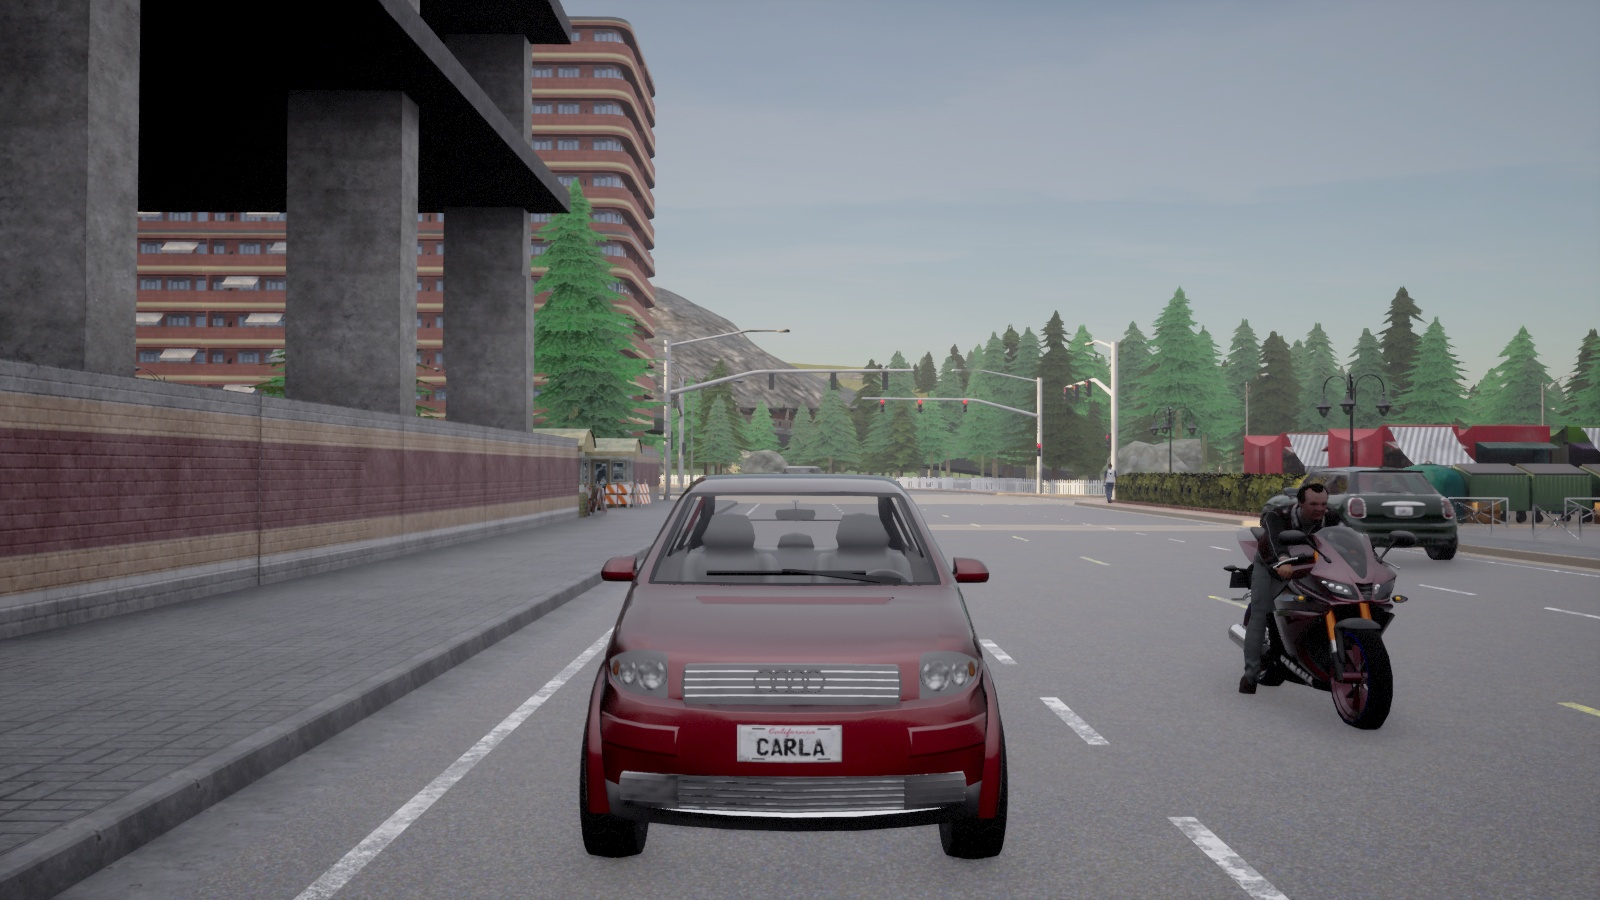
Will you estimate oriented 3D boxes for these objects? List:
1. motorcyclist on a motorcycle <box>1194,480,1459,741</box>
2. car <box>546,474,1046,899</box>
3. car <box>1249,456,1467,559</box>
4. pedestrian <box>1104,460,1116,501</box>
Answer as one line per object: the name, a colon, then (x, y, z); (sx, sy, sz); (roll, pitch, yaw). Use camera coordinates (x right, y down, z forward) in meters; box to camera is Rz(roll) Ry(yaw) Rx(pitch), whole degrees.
motorcyclist on a motorcycle: (3.476, 0.979, 8.565); (0.866, 1.530, 2.191); (0, -1, 0)
car: (-0.016, 0.900, 6.363); (1.789, 1.549, 3.705); (0, -1, 0)
car: (10.433, 1.032, 23.933); (2.097, 1.767, 4.553); (0, -1, 0)
pedestrian: (13.938, 1.358, 56.455); (0.354, 1.836, 0.706); (0, -1, 3)
